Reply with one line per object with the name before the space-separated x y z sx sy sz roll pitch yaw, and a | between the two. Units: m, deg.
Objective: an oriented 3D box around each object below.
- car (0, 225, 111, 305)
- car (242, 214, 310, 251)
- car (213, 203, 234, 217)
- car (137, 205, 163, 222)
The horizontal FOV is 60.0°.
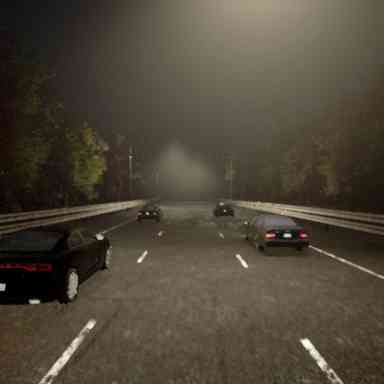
car | -3.431 1.561 8.382 1.882 1.535 5.008 0 -1 0
car | 3.537 1.692 14.905 2.033 1.411 5.357 0 -1 0
car | 3.306 1.905 35.664 1.994 1.385 4.181 0 -1 -1
car | -3.604 1.828 29.188 2.033 1.411 5.357 0 -1 -1
